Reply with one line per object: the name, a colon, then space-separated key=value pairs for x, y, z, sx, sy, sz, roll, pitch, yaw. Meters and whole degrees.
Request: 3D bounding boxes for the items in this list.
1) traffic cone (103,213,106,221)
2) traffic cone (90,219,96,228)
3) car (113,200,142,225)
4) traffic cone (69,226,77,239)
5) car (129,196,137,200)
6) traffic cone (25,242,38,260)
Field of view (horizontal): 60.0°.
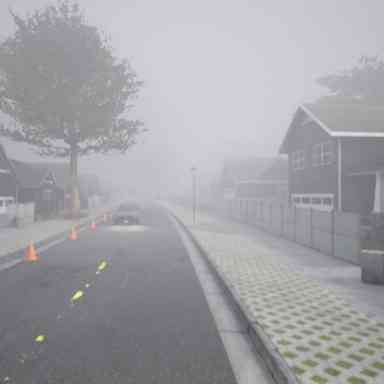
traffic cone: x=-6.838 y=1.976 z=25.988 sx=0.340 sy=0.580 sz=0.340 roll=0 pitch=0 yaw=-7
traffic cone: x=-6.273 y=1.966 z=21.044 sx=0.340 sy=0.580 sz=0.340 roll=0 pitch=0 yaw=-6
car: x=-4.641 y=1.565 z=24.530 sx=2.033 sy=1.411 sz=5.357 roll=0 pitch=0 yaw=-7
traffic cone: x=-5.757 y=1.960 z=16.095 sx=0.340 sy=0.580 sz=0.340 roll=0 pitch=0 yaw=-6
car: x=-12.489 y=1.628 z=70.454 sx=1.812 sy=1.442 sz=4.674 roll=0 pitch=0 yaw=-10
traffic cone: x=-5.371 y=1.955 z=11.122 sx=0.340 sy=0.580 sz=0.340 roll=0 pitch=0 yaw=-8
